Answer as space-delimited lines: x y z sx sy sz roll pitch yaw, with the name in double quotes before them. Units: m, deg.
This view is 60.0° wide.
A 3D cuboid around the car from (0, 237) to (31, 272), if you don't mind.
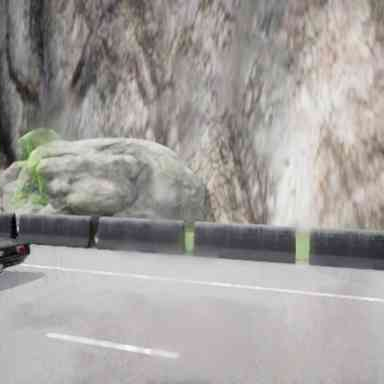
"car" -6.619 1.435 8.374 4.718 1.301 1.895 1 1 17
